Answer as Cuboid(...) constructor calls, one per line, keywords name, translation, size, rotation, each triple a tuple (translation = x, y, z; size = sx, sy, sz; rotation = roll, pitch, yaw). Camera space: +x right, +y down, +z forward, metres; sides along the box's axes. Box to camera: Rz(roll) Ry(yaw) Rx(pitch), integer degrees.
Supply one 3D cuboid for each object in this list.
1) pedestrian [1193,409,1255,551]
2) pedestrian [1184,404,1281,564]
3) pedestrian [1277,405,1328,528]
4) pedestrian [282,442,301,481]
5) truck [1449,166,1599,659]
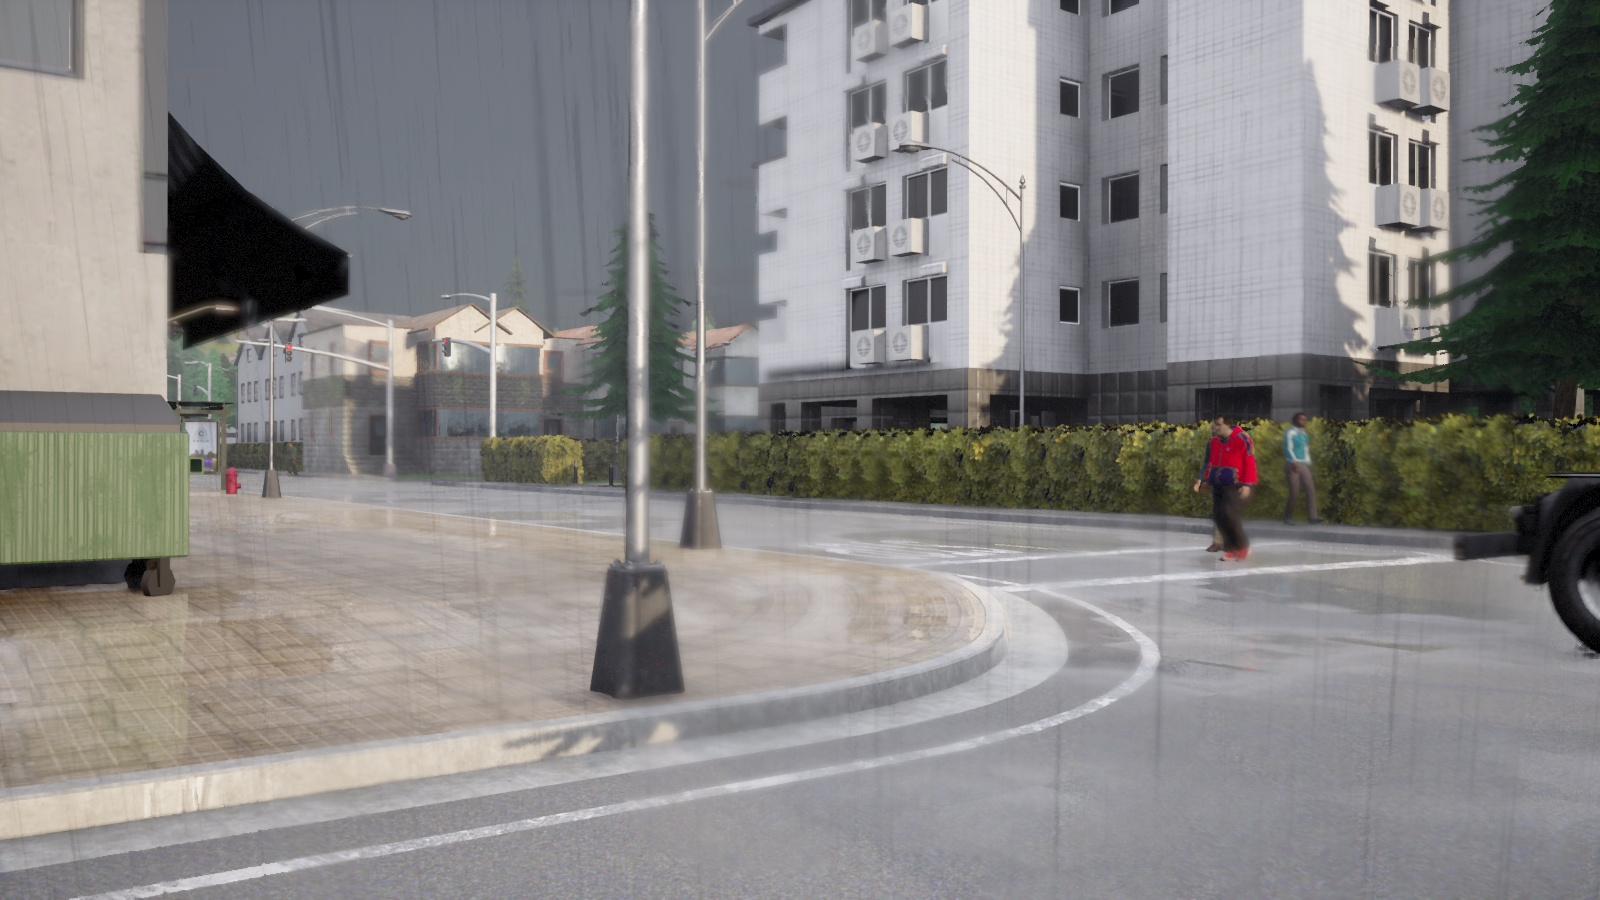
Cuboid(name="pedestrian", translation=(5.621, 0.394, 16.648), size=(0.726, 1.842, 0.402), rotation=(0, 0, -30))
Cuboid(name="pedestrian", translation=(5.167, 0.391, 15.004), size=(0.899, 1.844, 0.634), rotation=(0, 0, -26))
Cuboid(name="pedestrian", translation=(8.011, 0.258, 20.032), size=(0.396, 1.930, 0.692), rotation=(0, 0, -22))
Cuboid(name="pedestrian", translation=(-25.966, 0.577, 64.075), size=(0.423, 1.949, 0.788), rotation=(0, 0, 36))
Cuboid(name="truck", translation=(8.509, -0.282, 7.303), size=(2.891, 3.462, 7.936), rotation=(0, 0, -36))
